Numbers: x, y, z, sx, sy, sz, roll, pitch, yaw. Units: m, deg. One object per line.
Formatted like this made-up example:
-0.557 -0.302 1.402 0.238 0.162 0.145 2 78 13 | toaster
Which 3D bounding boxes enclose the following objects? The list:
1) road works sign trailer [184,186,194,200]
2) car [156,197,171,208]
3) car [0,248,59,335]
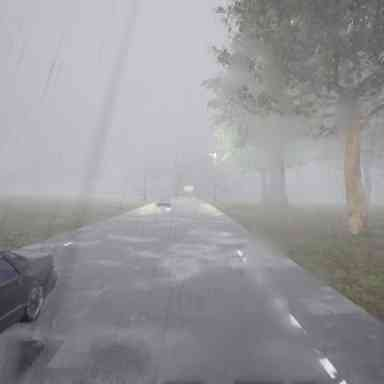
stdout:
-0.803 0.227 81.103 2.380 3.560 2.880 0 0 -1 | road works sign trailer
-3.832 1.418 46.153 2.033 1.411 5.357 0 0 0 | car
-3.604 1.541 4.438 2.033 1.411 5.357 0 0 0 | car
